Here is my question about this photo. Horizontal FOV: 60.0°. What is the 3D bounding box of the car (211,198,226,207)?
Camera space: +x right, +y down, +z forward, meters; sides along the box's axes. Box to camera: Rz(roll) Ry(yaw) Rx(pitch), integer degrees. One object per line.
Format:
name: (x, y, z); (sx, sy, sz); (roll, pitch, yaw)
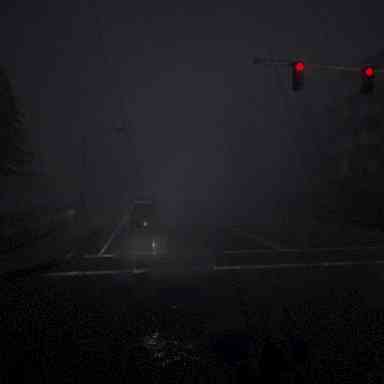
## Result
car: (4.037, 1.544, 50.358); (2.033, 1.411, 5.357); (0, 0, -1)

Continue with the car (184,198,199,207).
car: (-0.112, 1.544, 50.752); (2.033, 1.411, 5.357); (0, 0, -8)

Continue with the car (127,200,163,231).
car: (-2.899, 1.490, 20.594); (2.128, 1.511, 4.902); (0, 0, -8)

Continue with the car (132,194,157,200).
car: (-4.682, 1.221, 32.826); (2.150, 2.045, 5.566); (0, 0, -8)
